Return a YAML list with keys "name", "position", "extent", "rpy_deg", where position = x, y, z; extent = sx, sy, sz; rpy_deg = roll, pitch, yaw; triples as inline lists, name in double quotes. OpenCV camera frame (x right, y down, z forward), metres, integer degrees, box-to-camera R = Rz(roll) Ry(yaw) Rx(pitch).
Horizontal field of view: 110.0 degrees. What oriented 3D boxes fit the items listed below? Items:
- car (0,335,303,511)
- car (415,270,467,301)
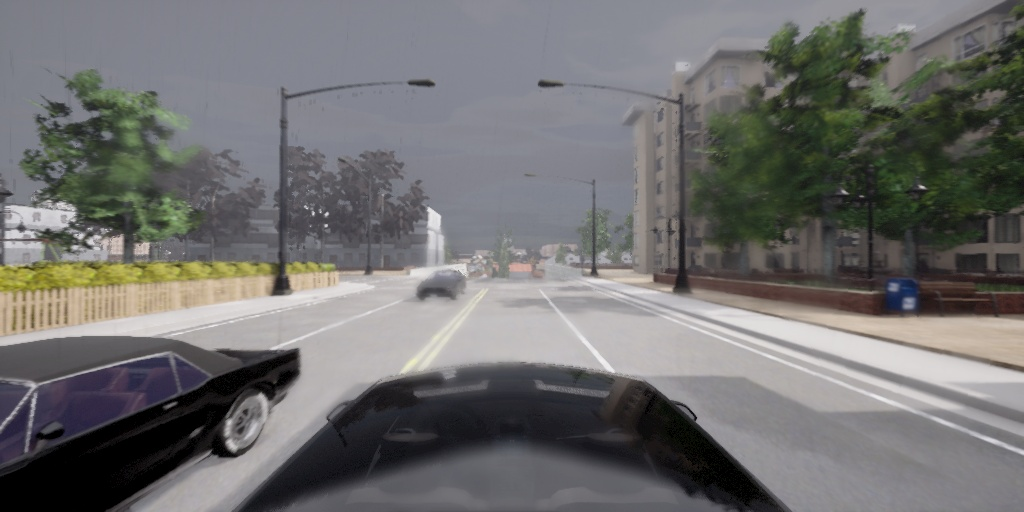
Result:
- name: "car"
  position: [-3.597, 1.347, 2.318]
  extent: [1.895, 1.301, 4.718]
  rpy_deg: [0, -1, 0]
- name: "car"
  position: [-3.501, 1.439, 18.825]
  extent: [2.033, 1.411, 5.357]
  rpy_deg: [0, -1, 1]
